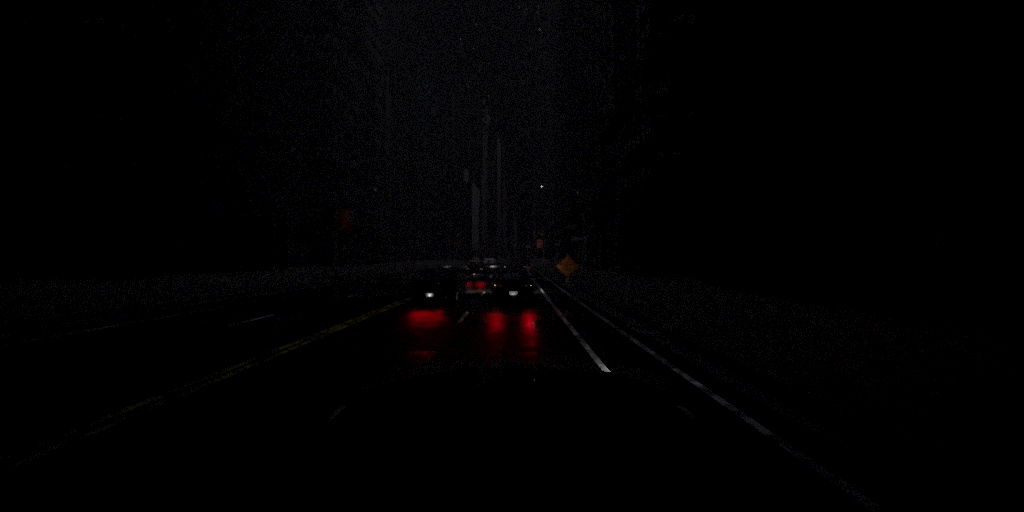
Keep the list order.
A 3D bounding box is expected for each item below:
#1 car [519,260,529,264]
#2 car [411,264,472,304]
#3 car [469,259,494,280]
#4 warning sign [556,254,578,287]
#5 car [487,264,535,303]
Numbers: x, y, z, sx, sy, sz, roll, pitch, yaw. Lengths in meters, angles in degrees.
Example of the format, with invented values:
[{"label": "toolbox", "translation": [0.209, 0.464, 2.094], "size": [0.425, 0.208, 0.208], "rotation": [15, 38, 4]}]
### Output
[{"label": "car", "translation": [0.247, 1.342, 31.339], "size": [1.994, 1.385, 4.181], "rotation": [0, 0, 1]}, {"label": "car", "translation": [-3.188, 1.271, 16.407], "size": [1.837, 1.490, 4.892], "rotation": [0, 0, 0]}, {"label": "car", "translation": [-3.002, 1.265, 31.393], "size": [2.128, 1.511, 4.902], "rotation": [0, 0, 1]}, {"label": "warning sign", "translation": [3.336, 0.873, 21.506], "size": [1.300, 1.860, 1.060], "rotation": [0, 0, 1]}, {"label": "car", "translation": [0.061, 1.288, 16.380], "size": [1.812, 1.442, 4.674], "rotation": [0, 0, 0]}]
